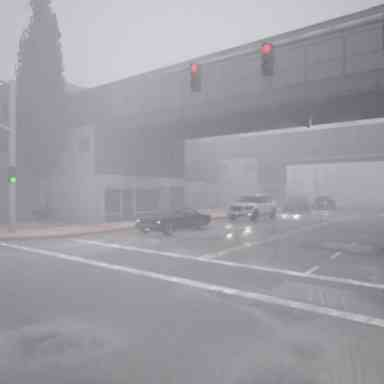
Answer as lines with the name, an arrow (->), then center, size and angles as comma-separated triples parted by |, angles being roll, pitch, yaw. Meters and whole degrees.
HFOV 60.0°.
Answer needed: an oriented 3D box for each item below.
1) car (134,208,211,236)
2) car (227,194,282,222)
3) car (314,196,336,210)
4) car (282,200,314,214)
car -> -0.958, 1.566, 18.518 | 1.895, 1.301, 4.718 | 0, 0, 36
car -> 4.896, 1.186, 26.504 | 2.150, 2.045, 5.566 | 0, 0, 36
car -> 16.876, 1.316, 42.756 | 2.097, 1.767, 4.553 | 0, 0, 37
car -> 10.827, 1.528, 34.578 | 1.994, 1.385, 4.181 | 0, 0, 36
